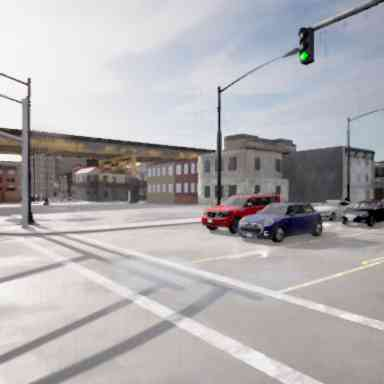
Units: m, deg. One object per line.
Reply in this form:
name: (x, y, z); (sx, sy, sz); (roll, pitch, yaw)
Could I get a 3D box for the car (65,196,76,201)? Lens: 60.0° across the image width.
car: (-31.167, 1.611, 85.473); (1.853, 1.218, 4.536); (0, 0, -7)

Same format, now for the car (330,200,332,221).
car: (10.918, 1.358, 25.552); (4.674, 1.442, 1.812); (-1, 1, -36)

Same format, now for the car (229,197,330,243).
car: (4.317, 1.314, 16.126); (4.553, 1.767, 2.097); (-1, 0, -37)

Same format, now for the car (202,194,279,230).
car: (3.159, 1.182, 19.657); (5.566, 2.045, 2.150); (-1, 0, -38)

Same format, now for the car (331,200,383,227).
car: (11.541, 1.342, 21.631); (4.902, 1.511, 2.128); (-1, 0, -38)

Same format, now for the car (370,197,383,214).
car: (19.382, 1.211, 31.914); (5.357, 1.411, 2.033); (-1, 1, -37)

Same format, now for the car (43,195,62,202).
car: (-34.887, 1.768, 85.227); (4.974, 1.542, 2.038); (0, 0, 23)

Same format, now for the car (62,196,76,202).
car: (-31.160, 1.768, 85.421); (2.038, 1.542, 4.974); (0, 0, -7)

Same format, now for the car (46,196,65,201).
car: (-34.935, 1.610, 85.247); (4.536, 1.218, 1.853); (0, 0, 23)
